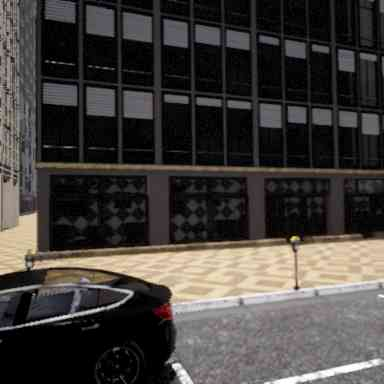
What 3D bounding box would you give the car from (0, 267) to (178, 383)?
[{"bbox_3d":[-2.315,1.728,4.239,4.313,1.339,1.947,0,-2,-19],"label":"car"}]
